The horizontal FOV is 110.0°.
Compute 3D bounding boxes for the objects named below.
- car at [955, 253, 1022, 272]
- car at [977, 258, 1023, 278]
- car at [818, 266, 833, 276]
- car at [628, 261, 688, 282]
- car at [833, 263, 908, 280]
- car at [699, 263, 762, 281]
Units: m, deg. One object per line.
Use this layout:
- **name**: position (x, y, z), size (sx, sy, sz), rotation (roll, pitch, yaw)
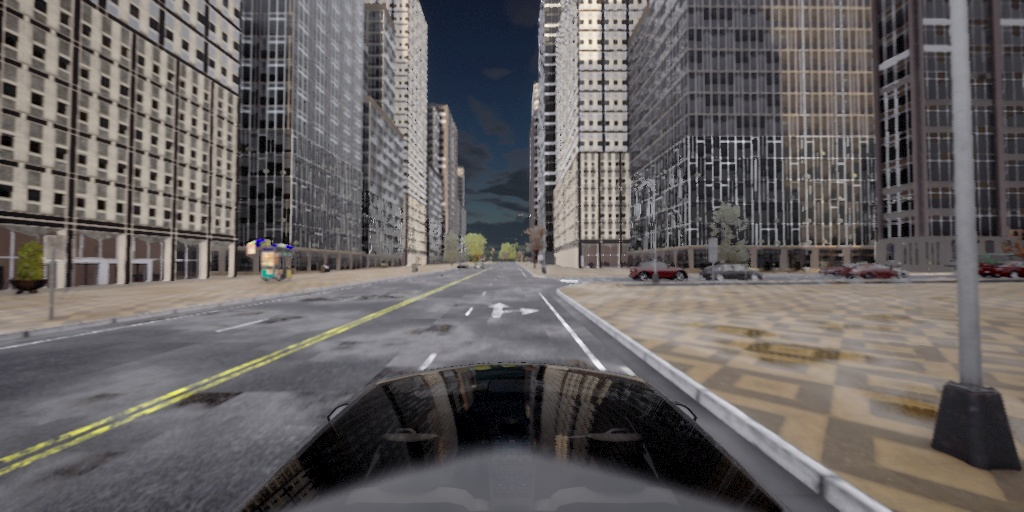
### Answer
- **car**: position (41.286, 0.798, 30.422), size (5.566, 2.045, 2.150), rotation (-1, -1, 0)
- **car**: position (38.928, 1.072, 27.714), size (4.507, 1.381, 1.888), rotation (0, 0, -1)
- **car**: position (33.263, 1.381, 36.019), size (4.207, 1.307, 1.802), rotation (0, 0, -1)
- **car**: position (12.245, 1.200, 30.082), size (4.553, 1.767, 2.097), rotation (-1, -1, -1)
- **car**: position (27.810, 1.213, 27.570), size (4.207, 1.307, 1.802), rotation (0, 0, -1)
- **car**: position (16.692, 1.286, 27.426), size (4.403, 1.370, 2.007), rotation (0, 0, -1)
